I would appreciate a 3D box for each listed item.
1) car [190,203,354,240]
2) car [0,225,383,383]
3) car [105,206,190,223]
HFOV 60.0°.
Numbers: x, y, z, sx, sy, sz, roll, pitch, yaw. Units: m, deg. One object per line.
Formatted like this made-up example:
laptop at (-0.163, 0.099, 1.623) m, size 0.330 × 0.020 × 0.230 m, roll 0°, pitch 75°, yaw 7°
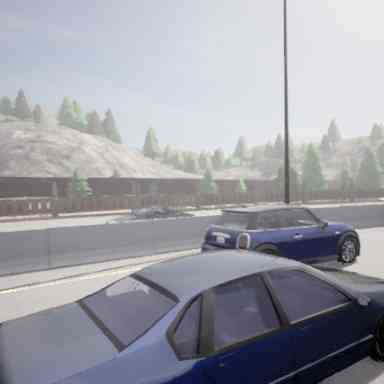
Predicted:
car at (2.527, 1.127, 9.183) m, size 4.553 × 1.767 × 2.097 m, roll -2°, pitch 1°, yaw -30°
car at (0.564, 1.463, 3.975) m, size 5.357 × 1.411 × 2.033 m, roll -2°, pitch 1°, yaw -33°
car at (-1.833, 1.344, 14.948) m, size 4.181 × 1.385 × 1.994 m, roll -2°, pitch 1°, yaw -30°
